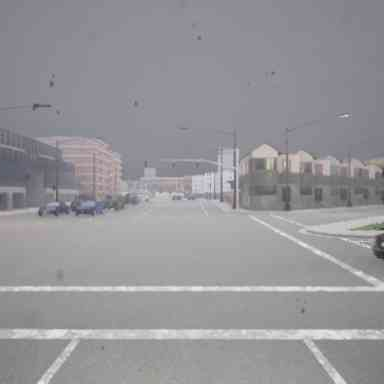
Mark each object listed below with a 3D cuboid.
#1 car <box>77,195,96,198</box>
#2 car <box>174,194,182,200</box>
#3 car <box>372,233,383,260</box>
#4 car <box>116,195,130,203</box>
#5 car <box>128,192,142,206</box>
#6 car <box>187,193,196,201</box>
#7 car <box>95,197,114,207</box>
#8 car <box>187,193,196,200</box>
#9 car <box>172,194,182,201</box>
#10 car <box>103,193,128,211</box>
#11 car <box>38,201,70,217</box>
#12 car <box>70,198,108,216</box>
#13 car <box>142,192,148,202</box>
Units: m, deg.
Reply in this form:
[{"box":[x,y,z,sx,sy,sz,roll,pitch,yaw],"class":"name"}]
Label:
[{"box":[-14.160,1.413,43.958,2.150,2.045,5.566,0,0,0],"class":"car"},{"box":[-3.630,1.351,88.003,1.895,1.301,4.718,0,-1,0],"class":"car"},{"box":[7.879,1.582,10.135,4.181,1.385,1.994,0,-1,0],"class":"car"},{"box":[-14.100,1.398,68.057,1.994,1.385,4.181,0,1,0],"class":"car"},{"box":[-10.662,1.242,57.844,2.150,2.045,5.566,0,1,0],"class":"car"},{"box":[-0.115,1.395,77.995,1.895,1.301,4.718,0,-1,0],"class":"car"},{"box":[-14.165,1.606,54.235,1.812,1.442,4.674,0,1,0],"class":"car"},{"box":[-0.130,1.110,87.954,2.097,1.767,4.553,0,-1,0],"class":"car"},{"box":[-3.614,1.320,77.544,2.128,1.511,4.902,0,-1,0],"class":"car"},{"box":[-10.655,1.405,44.788,2.150,2.045,5.566,0,1,1],"class":"car"},{"box":[-14.154,1.706,34.388,1.812,1.442,4.674,0,0,0],"class":"car"},{"box":[-10.653,1.659,34.823,1.882,1.535,5.008,0,0,0],"class":"car"},{"box":[-10.604,1.040,70.849,2.150,2.045,5.566,0,1,0],"class":"car"}]
